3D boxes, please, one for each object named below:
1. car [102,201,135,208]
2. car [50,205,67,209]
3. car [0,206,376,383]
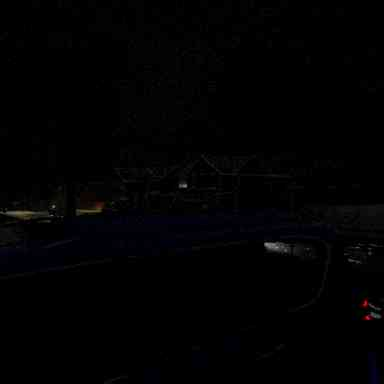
[{"bbox_3d":[-6.010,1.771,28.513,2.150,2.045,5.566,0,-1,-36],"label":"car"},{"bbox_3d":[-18.509,2.504,46.155,1.994,1.385,4.181,0,-1,-35],"label":"car"},{"bbox_3d":[-0.943,1.227,2.281,5.566,2.045,2.150,0,0,-36],"label":"car"}]
